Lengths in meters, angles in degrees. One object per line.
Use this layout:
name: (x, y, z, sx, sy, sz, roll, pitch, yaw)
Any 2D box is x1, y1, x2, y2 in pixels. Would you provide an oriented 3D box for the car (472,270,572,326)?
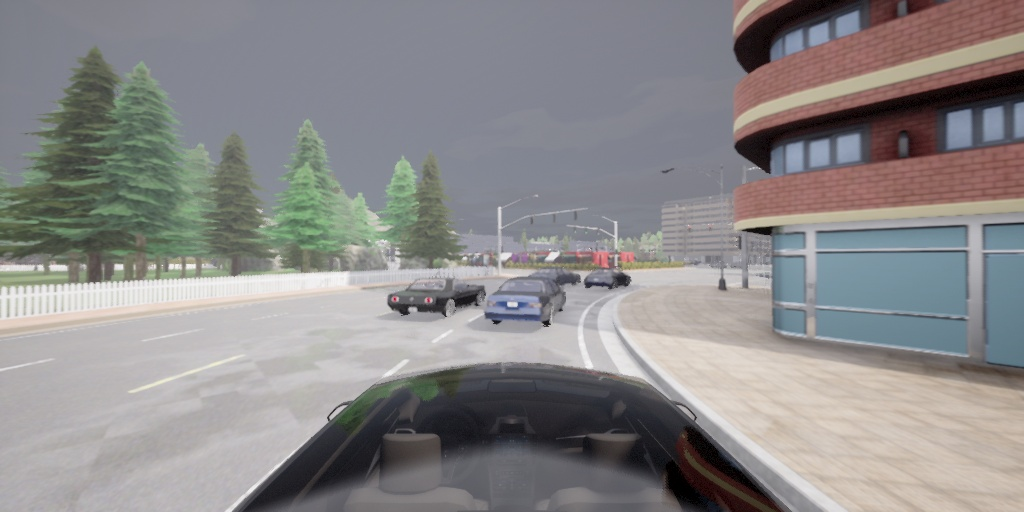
car: (0.644, 1.383, 12.167, 2.033, 1.411, 5.357, 0, 0, 15)

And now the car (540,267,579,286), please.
car: (3.110, 1.495, 25.897, 2.033, 1.411, 5.357, 0, -1, 35)

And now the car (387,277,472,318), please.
car: (-2.562, 1.447, 13.593, 1.895, 1.301, 4.718, 0, 0, 16)

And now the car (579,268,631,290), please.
car: (6.647, 1.503, 24.703, 1.994, 1.385, 4.181, 0, -1, 38)
